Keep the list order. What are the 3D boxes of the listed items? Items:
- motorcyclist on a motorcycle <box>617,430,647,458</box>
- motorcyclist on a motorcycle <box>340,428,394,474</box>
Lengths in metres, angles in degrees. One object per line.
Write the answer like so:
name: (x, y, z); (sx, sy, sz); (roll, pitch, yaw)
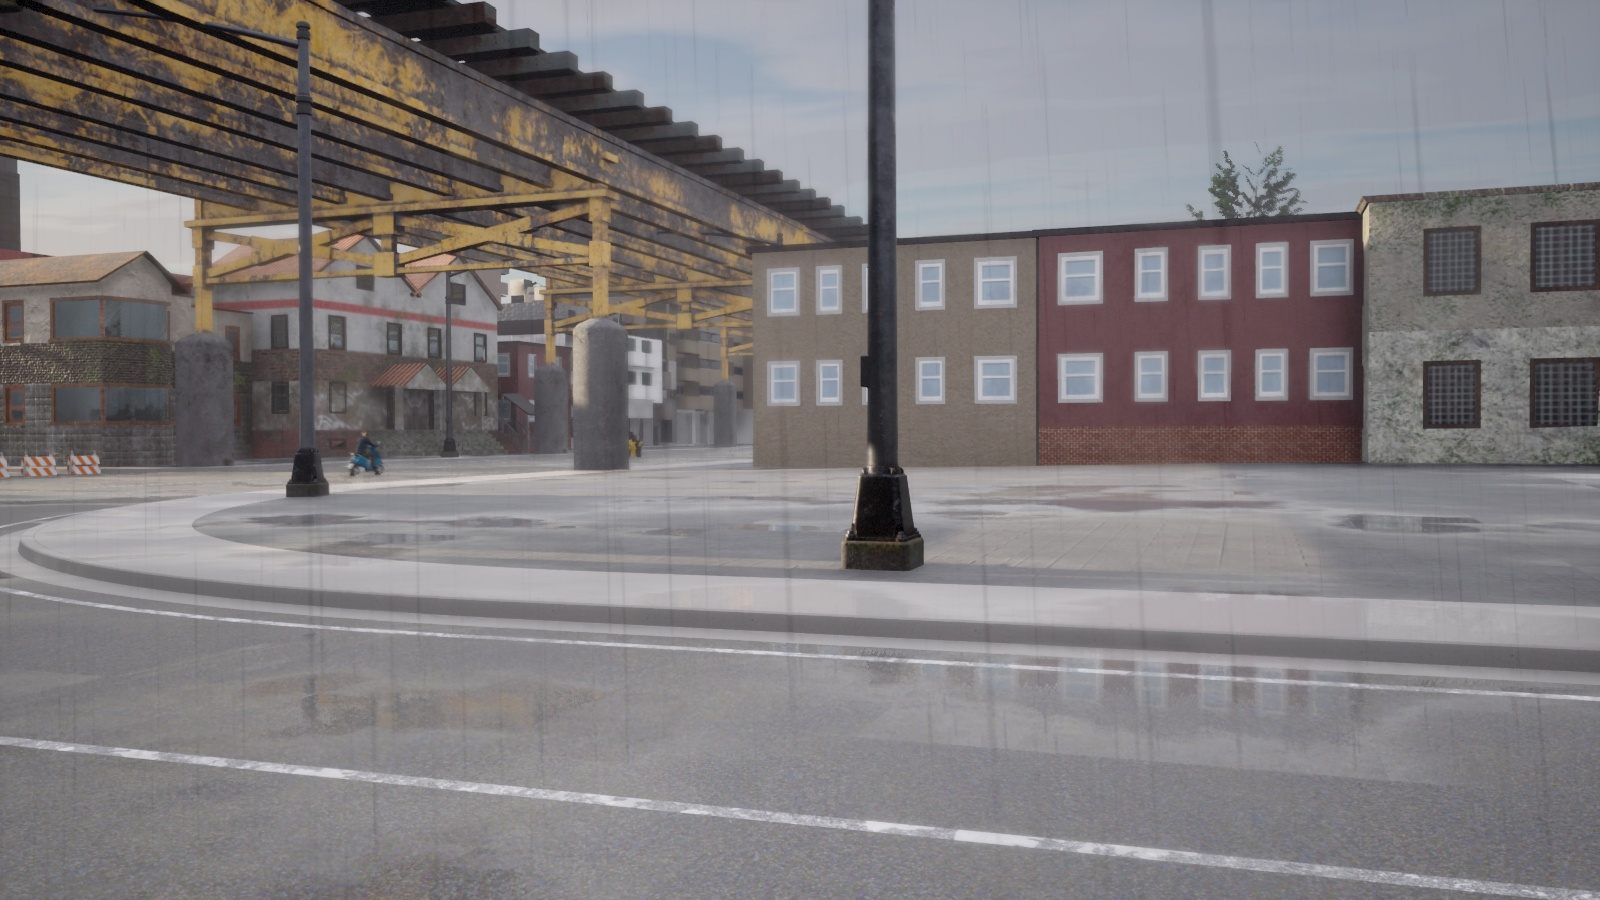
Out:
motorcyclist on a motorcycle: (-9.455, -0.358, 70.700); (0.797, 1.523, 2.044); (1, 1, 20)
motorcyclist on a motorcycle: (-15.201, 0.017, 44.149); (0.866, 1.590, 1.817); (1, 1, 19)
